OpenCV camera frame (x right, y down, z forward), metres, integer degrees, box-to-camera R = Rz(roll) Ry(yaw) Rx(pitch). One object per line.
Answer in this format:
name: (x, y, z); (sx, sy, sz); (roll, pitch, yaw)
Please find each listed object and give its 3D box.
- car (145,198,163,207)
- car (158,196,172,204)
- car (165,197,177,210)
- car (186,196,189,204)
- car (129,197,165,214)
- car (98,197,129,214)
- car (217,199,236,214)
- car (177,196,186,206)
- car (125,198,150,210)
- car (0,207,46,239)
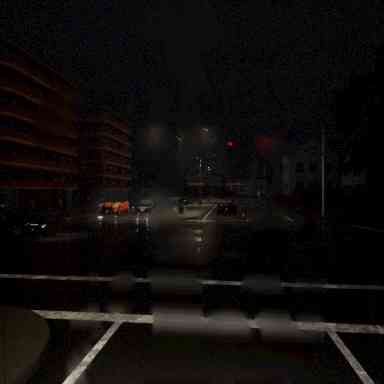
car: (-6.146, 1.601, 53.890); (1.895, 1.301, 4.718); (0, 0, 6)
car: (-5.089, 1.564, 63.865); (1.994, 1.385, 4.181); (0, 0, 6)
car: (-3.653, 1.601, 44.081); (1.895, 1.301, 4.718); (0, 0, 6)
car: (-1.657, 1.505, 63.030); (1.837, 1.490, 4.892); (0, 0, 7)
car: (-4.605, 1.491, 34.871); (2.128, 1.511, 4.902); (0, 0, 6)
car: (-8.120, 1.352, 34.941); (2.097, 1.767, 4.553); (0, 0, 6)
car: (3.658, 1.491, 35.093); (2.128, 1.511, 4.902); (0, 0, 6)
car: (-2.706, 1.491, 53.127); (2.128, 1.511, 4.902); (0, 0, 6)
car: (-7.139, 1.545, 44.359); (2.033, 1.411, 5.357); (0, 0, 6)
car: (-9.892, 1.506, 16.563); (4.892, 1.490, 1.837); (0, 0, -4)
